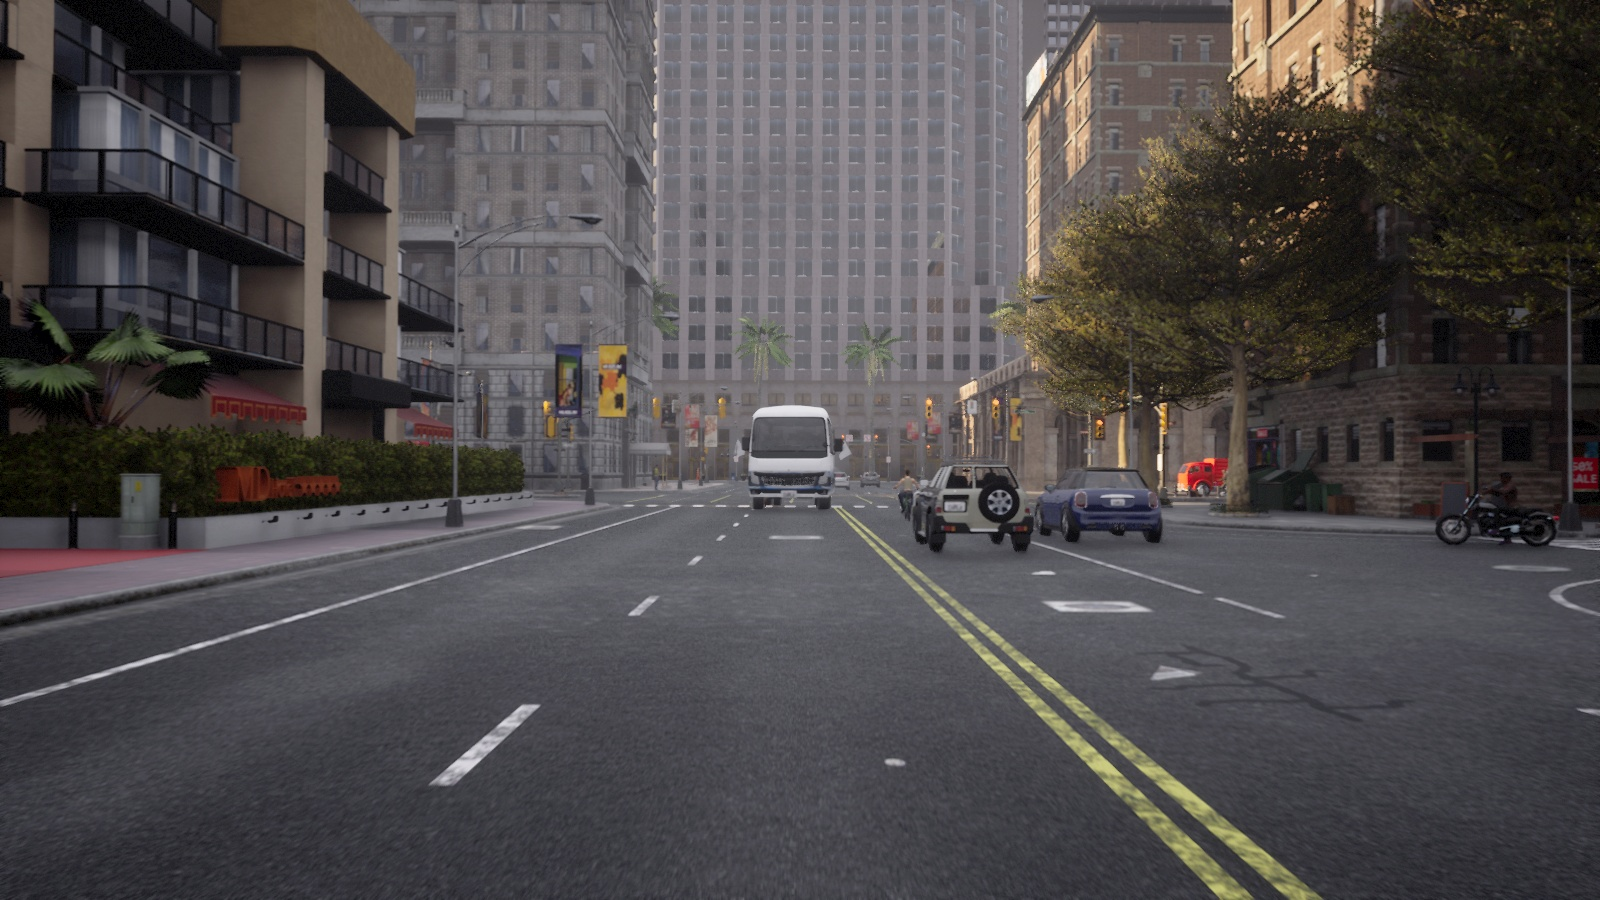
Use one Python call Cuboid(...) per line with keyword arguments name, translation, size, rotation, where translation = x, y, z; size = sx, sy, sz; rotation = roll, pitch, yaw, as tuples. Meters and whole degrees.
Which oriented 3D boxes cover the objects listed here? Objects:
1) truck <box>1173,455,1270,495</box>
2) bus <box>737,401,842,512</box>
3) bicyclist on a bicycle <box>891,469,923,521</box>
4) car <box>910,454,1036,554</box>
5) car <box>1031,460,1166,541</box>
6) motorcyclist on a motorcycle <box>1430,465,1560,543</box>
Cuboid(name="truck", translation=(26.538, 1.554, 79.183), size=(5.204, 2.467, 2.627), rotation=(0, -1, 0))
Cuboid(name="bus", translation=(-0.228, 0.335, 53.522), size=(3.944, 4.253, 10.273), rotation=(0, -1, 2))
Cuboid(name="bicyclist on a bicycle", translation=(3.406, 1.407, 39.962), size=(0.866, 1.612, 1.509), rotation=(0, -1, 0))
Cuboid(name="car", translation=(3.436, 1.049, 25.744), size=(1.932, 1.855, 4.605), rotation=(0, -1, 0))
Cuboid(name="car", translation=(6.926, 1.142, 29.671), size=(2.097, 1.767, 4.553), rotation=(0, -1, 0))
Cuboid(name="motorcyclist on a motorcycle", translation=(15.109, 1.163, 27.358), size=(2.350, 1.649, 0.766), rotation=(-1, -1, 18))
